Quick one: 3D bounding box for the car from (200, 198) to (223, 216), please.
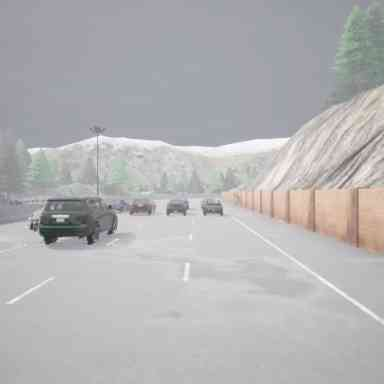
[{"bbox_3d":[2.013,1.491,32.792,2.128,1.511,4.902,0,0,1],"label":"car"}]

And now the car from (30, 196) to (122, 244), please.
[{"bbox_3d":[-5.214,1.221,15.965,2.150,2.045,5.566,0,0,1],"label":"car"}]

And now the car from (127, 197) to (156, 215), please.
[{"bbox_3d":[-4.967,1.354,34.270,2.097,1.767,4.553,0,0,1],"label":"car"}]

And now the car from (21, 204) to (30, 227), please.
[{"bbox_3d":[-8.643,1.526,21.146,1.812,1.442,4.674,0,-1,1],"label":"car"}]

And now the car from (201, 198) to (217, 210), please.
[{"bbox_3d":[2.148,1.525,43.240,1.812,1.442,4.674,0,0,1],"label":"car"}]

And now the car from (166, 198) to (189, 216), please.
[{"bbox_3d":[-1.486,1.505,32.970,1.837,1.490,4.892,0,0,0],"label":"car"}]

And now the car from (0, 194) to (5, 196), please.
[{"bbox_3d":[-22.542,1.209,36.537,2.150,2.045,5.566,0,0,1],"label":"car"}]

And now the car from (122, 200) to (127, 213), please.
[{"bbox_3d":[-8.422,1.547,37.782,2.033,1.411,5.357,0,0,1],"label":"car"}]

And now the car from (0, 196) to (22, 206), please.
[{"bbox_3d":[-19.104,1.492,33.803,2.128,1.511,4.902,0,0,1],"label":"car"}]
